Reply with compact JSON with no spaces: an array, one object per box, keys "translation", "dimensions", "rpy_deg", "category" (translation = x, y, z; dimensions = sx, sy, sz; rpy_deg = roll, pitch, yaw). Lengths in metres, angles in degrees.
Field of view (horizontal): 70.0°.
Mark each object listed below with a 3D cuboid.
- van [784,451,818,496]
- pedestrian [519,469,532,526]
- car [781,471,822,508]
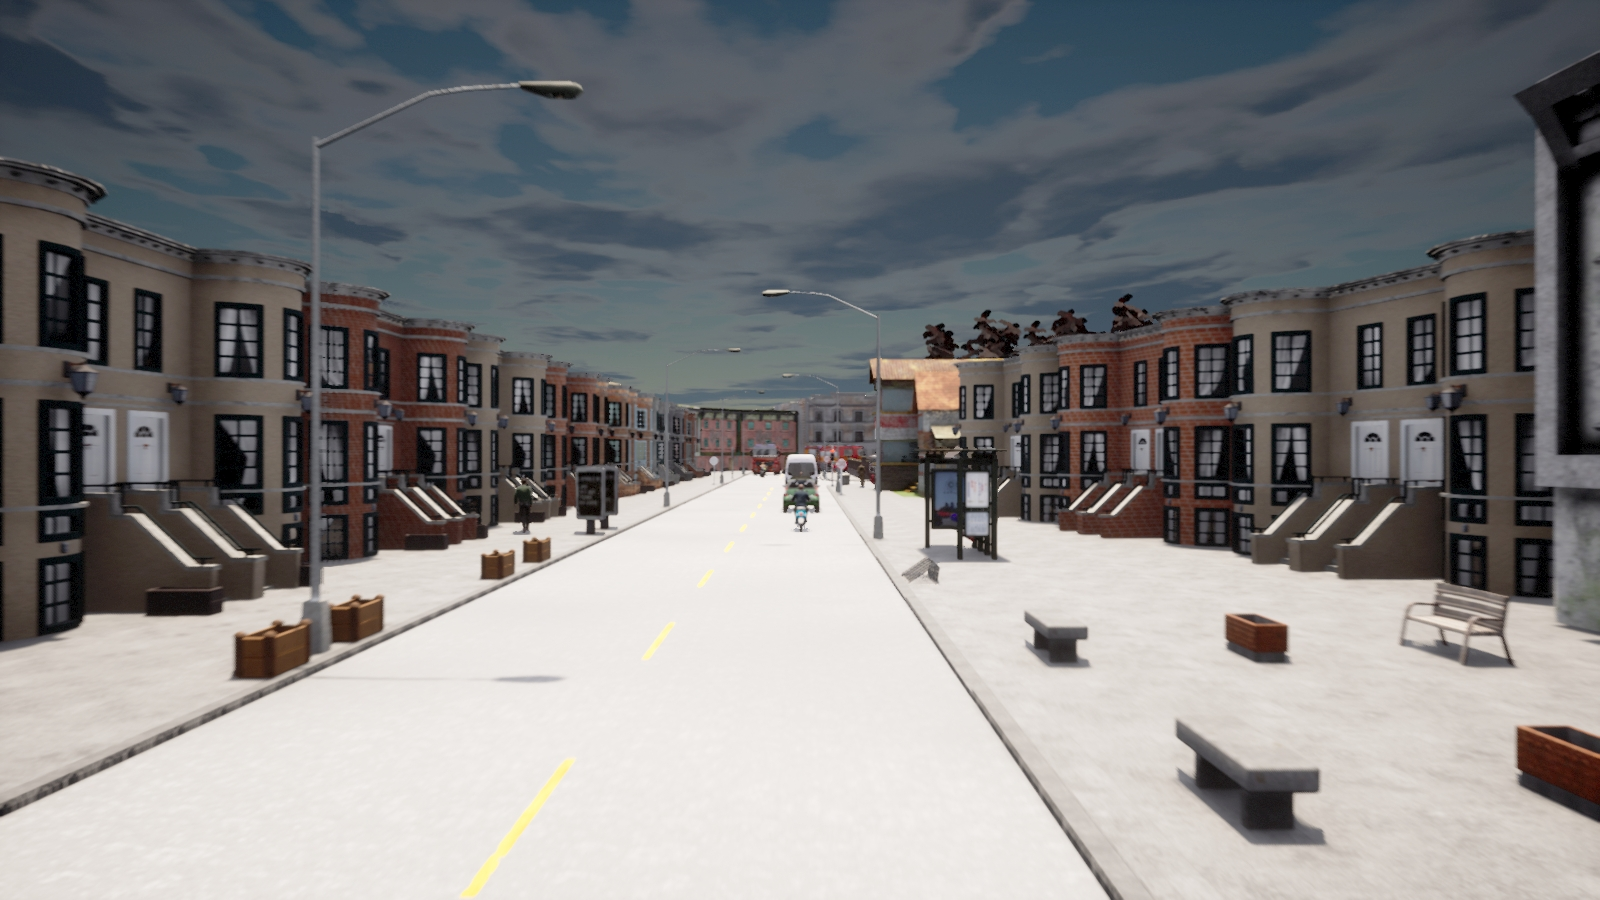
[{"translation":[0.071,1.363,69.234],"dimensions":[1.988,2.561,5.915],"rpy_deg":[0,0,0],"category":"van"},{"translation":[-9.002,1.551,37.411],"dimensions":[0.375,1.860,0.375],"rpy_deg":[0,0,-7],"category":"pedestrian"},{"translation":[0.055,1.817,53.727],"dimensions":[1.851,1.617,3.988],"rpy_deg":[0,0,0],"category":"car"}]
